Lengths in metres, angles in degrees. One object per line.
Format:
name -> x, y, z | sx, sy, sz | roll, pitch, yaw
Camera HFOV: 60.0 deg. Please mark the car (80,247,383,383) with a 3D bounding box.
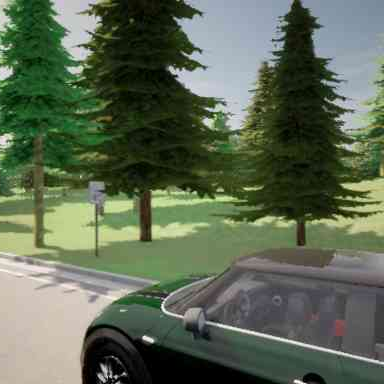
car -> 0.946, 1.364, 3.317 | 4.553, 1.767, 2.097 | -1, -1, 35
